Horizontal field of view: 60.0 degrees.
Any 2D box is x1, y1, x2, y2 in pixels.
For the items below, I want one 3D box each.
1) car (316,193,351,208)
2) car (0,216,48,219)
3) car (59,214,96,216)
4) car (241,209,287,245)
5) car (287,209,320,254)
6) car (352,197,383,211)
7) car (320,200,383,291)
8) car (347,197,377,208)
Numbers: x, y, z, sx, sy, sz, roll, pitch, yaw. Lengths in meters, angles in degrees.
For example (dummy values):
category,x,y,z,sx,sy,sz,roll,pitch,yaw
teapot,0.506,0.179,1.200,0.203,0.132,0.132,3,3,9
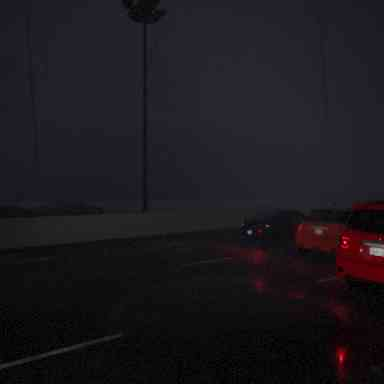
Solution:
category,x,y,z,sx,sy,sz,roll,pitch,yaw
car,20.828,1.149,48.910,5.566,2.045,2.150,0,0,-35
car,-10.534,1.473,17.973,5.008,1.535,1.882,0,0,-36
car,-8.700,1.480,23.579,4.902,1.511,2.128,0,0,-36
car,4.307,1.506,15.413,4.674,1.442,1.812,0,0,-35
car,5.935,1.333,12.275,4.553,1.767,2.097,0,0,-35
car,22.312,1.425,41.379,4.902,1.511,2.128,0,0,-35
car,5.660,1.207,7.781,5.566,2.045,2.150,0,0,-36
car,24.020,1.490,46.882,4.181,1.385,1.994,0,0,-35
